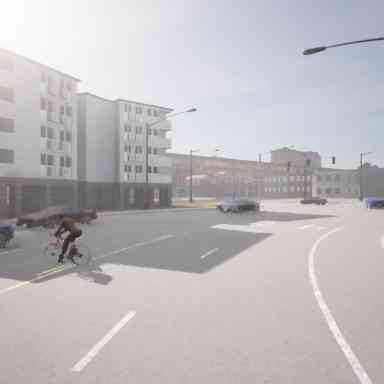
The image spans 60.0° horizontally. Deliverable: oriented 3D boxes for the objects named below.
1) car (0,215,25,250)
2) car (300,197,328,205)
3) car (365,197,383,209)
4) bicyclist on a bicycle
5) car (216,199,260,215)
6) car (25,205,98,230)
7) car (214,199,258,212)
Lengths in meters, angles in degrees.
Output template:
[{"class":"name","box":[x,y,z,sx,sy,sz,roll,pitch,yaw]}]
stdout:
[{"class":"car","box":[-8.584,1.525,11.813,1.812,1.442,4.674,0,0,17]},{"class":"car","box":[21.146,1.526,57.851,1.812,1.442,4.674,0,0,-41]},{"class":"car","box":[24.773,1.457,44.889,1.882,1.535,5.008,0,0,19]},{"class":"bicyclist on a bicycle","box":[-3.818,1.453,10.111,1.656,1.620,0.582,0,0,17]},{"class":"car","box":[5.025,1.492,34.105,4.902,1.511,2.128,0,0,-43]},{"class":"car","box":[-8.522,1.548,21.677,2.033,1.411,5.357,0,0,26]},{"class":"car","box":[5.274,1.547,39.113,5.357,1.411,2.033,0,0,-40]}]
